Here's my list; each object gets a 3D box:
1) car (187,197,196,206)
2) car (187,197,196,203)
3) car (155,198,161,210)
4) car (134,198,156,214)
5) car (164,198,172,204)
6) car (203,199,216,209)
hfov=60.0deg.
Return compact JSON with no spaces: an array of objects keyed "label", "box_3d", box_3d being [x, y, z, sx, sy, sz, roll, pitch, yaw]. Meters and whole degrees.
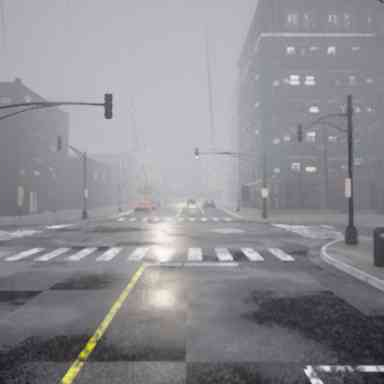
[{"label":"car","box_3d":[-0.092,1.971,67.564,1.837,1.490,4.892,0,0,0]},{"label":"car","box_3d":[-0.106,1.856,77.991,1.882,1.535,5.008,0,0,0]},{"label":"car","box_3d":[-5.739,1.863,45.568,1.887,1.381,4.507,1,0,0]},{"label":"car","box_3d":[-5.807,1.823,39.886,1.887,1.381,4.507,1,0,0]},{"label":"car","box_3d":[-5.785,2.139,79.688,1.802,1.307,4.206,1,0,0]},{"label":"car","box_3d":[2.636,1.799,51.328,1.967,1.590,4.097,1,0,0]}]
